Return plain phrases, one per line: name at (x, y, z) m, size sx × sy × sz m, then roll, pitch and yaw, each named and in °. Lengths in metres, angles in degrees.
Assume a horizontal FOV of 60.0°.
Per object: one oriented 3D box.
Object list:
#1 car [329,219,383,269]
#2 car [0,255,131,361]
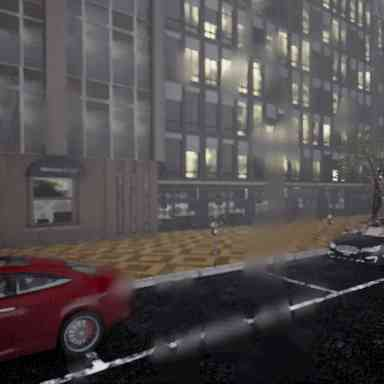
car at (6.351, 1.597, 11.109) m, size 4.403 × 1.369 × 2.008 m, roll 0°, pitch -1°, yaw -36°
car at (-2.899, 1.582, 4.502) m, size 4.206 × 1.307 × 1.802 m, roll 0°, pitch -1°, yaw -36°
